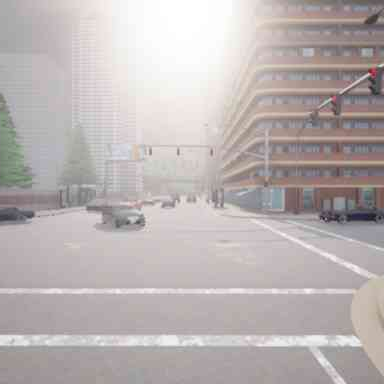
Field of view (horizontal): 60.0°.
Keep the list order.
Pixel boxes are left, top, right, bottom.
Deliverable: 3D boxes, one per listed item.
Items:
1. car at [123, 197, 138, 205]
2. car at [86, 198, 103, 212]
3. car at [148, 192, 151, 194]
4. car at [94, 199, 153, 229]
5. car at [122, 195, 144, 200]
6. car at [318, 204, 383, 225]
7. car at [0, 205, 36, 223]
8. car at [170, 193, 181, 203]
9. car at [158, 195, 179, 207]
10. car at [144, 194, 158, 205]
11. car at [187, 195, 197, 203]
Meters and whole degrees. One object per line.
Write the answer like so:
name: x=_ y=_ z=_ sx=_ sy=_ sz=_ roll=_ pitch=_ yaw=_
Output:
car: x=-10.638 y=1.530 z=57.654 sx=1.812 sy=1.442 sz=4.674 roll=0 pitch=0 yaw=0
car: x=-10.638 y=1.481 z=38.237 sx=1.882 sy=1.535 sz=5.008 roll=0 pitch=0 yaw=0
car: x=-10.579 y=1.346 z=73.135 sx=2.097 sy=1.767 sz=4.553 roll=0 pitch=0 yaw=0
car: x=-4.629 y=1.474 z=21.778 sx=2.128 sy=1.511 sz=4.902 roll=-1 pitch=0 yaw=-28
car: x=-7.135 y=1.356 z=37.476 sx=2.097 sy=1.767 sz=4.553 roll=0 pitch=0 yaw=0
car: x=11.397 y=1.547 z=23.408 sx=4.718 sy=1.301 sz=1.895 roll=0 pitch=0 yaw=-13
car: x=-13.815 y=1.597 z=23.524 sx=4.718 sy=1.301 sz=1.895 roll=0 pitch=0 yaw=-45
car: x=-3.575 y=1.228 z=69.112 sx=2.150 sy=2.045 sz=5.566 roll=0 pitch=0 yaw=0
car: x=-3.454 y=1.552 z=50.022 sx=2.033 sy=1.411 sz=5.357 roll=0 pitch=0 yaw=0
car: x=-7.145 y=1.530 z=54.823 sx=1.812 sy=1.442 sz=4.674 roll=0 pitch=0 yaw=0
car: x=-0.076 y=1.357 z=69.897 sx=2.097 sy=1.767 sz=4.553 roll=0 pitch=0 yaw=0
